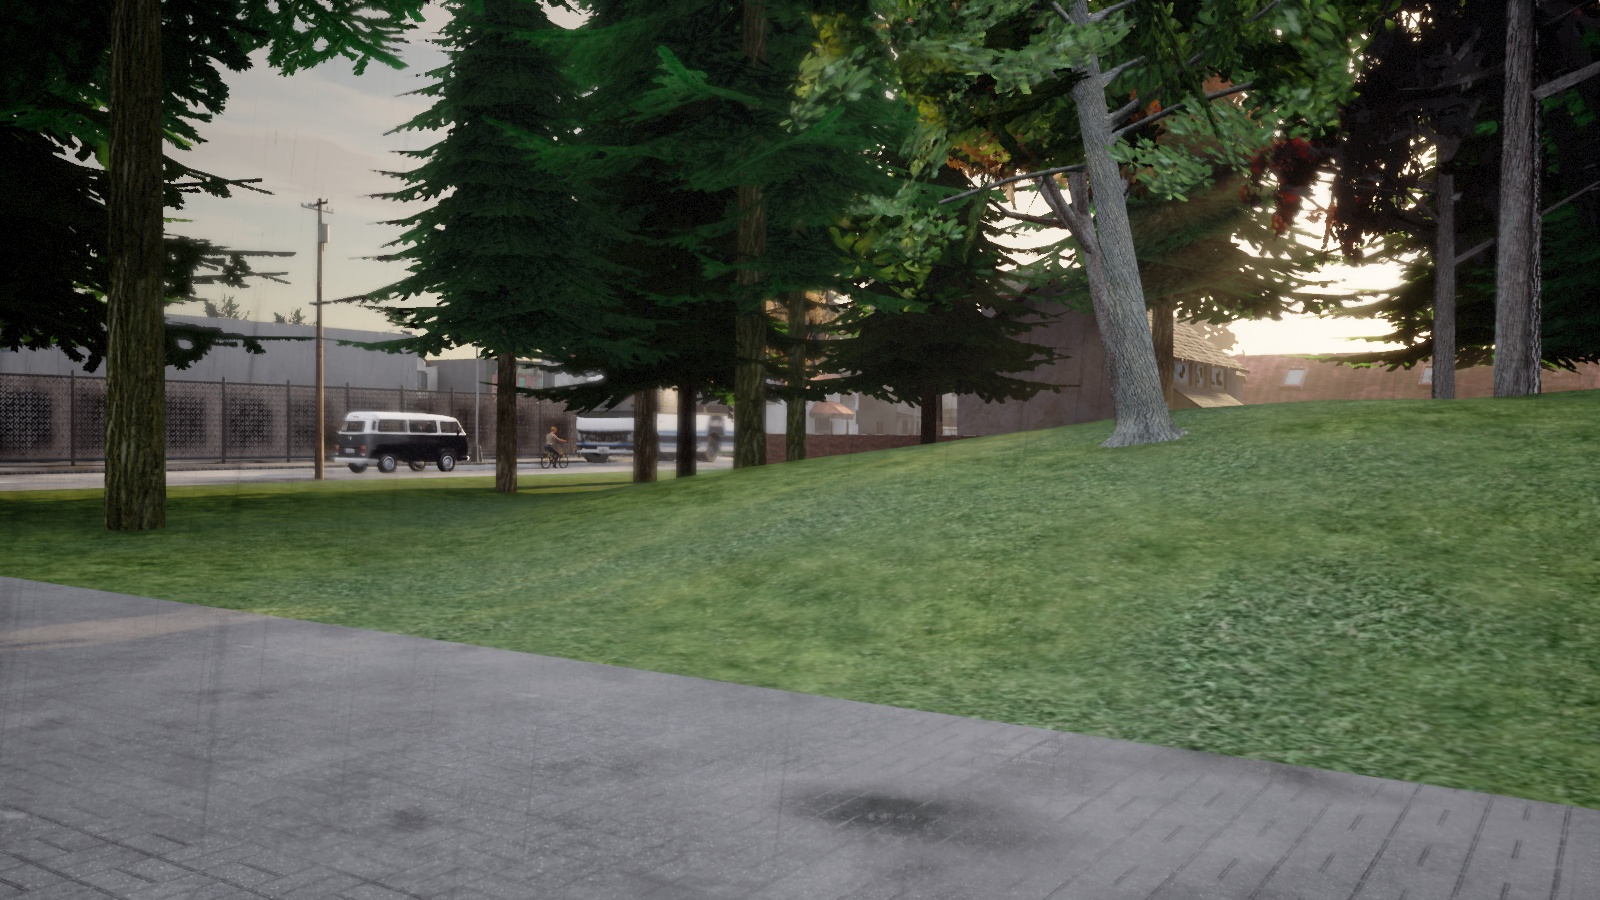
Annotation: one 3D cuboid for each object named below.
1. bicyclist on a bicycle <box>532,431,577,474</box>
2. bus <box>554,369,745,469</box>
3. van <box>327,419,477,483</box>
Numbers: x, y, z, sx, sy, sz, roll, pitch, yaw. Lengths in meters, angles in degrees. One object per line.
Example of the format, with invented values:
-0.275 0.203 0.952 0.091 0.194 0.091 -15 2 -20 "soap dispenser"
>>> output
-9.428 0.094 48.303 0.866 1.612 1.509 0 1 33 "bicyclist on a bicycle"
-6.745 -1.387 58.794 3.944 4.253 10.273 0 1 25 "bus"
-13.355 -0.003 42.402 2.069 2.038 4.480 0 1 34 "van"
